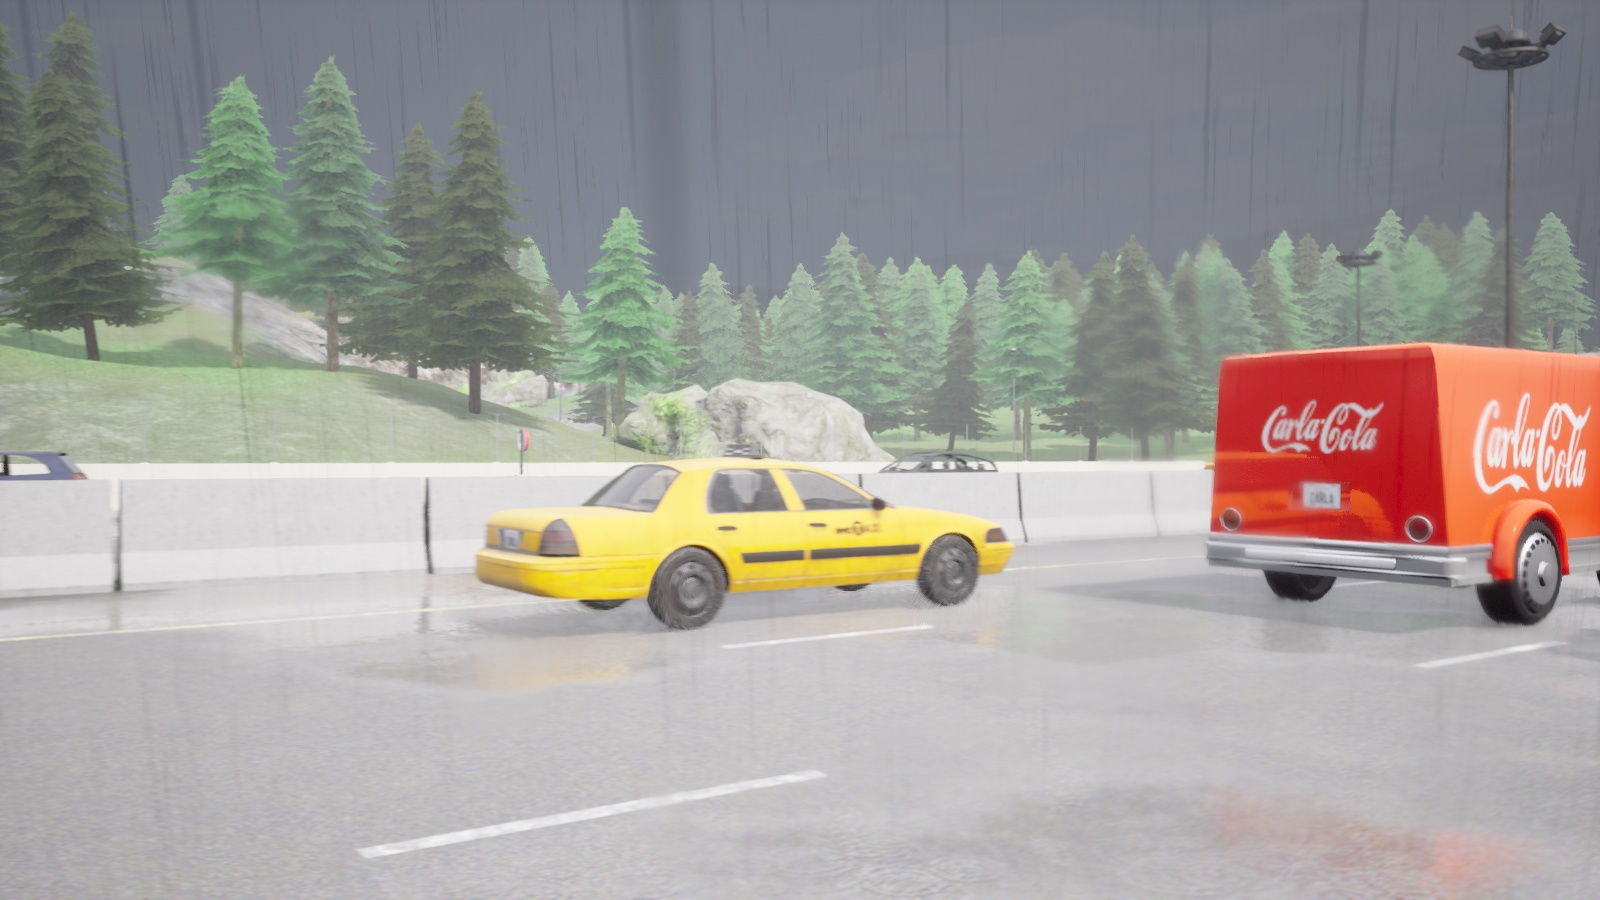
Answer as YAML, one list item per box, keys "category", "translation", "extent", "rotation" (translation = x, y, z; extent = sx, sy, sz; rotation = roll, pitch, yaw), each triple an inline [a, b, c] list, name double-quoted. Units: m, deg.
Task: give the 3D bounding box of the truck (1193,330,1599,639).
- category: "truck"
  translation: [6.695, 0.280, 12.583]
  extent: [5.204, 2.467, 2.627]
  rotation: [0, 0, -35]

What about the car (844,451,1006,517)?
- category: "car"
  translation: [3.132, 0.802, 31.369]
  extent: [3.705, 1.549, 1.789]
  rotation: [0, 0, -32]

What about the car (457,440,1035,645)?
- category: "car"
  translation: [-0.331, 0.716, 11.956]
  extent: [5.366, 1.575, 1.801]
  rotation: [0, 0, -35]

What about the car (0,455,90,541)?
- category: "car"
  translation: [-14.996, 0.846, 22.621]
  extent: [3.633, 1.501, 1.845]
  rotation: [0, 0, -23]
